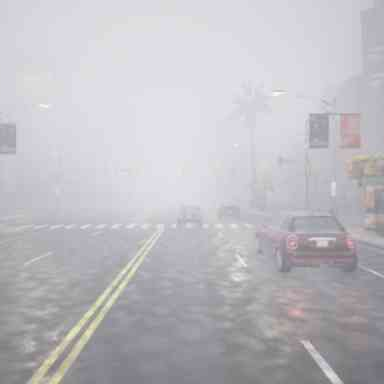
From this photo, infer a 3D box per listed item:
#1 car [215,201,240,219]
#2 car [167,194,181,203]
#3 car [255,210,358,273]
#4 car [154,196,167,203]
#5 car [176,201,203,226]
[{"bbox_3d":[3.261,1.609,30.803,1.882,1.535,5.008,0,0,-1],"label":"car"},{"bbox_3d":[-4.395,1.604,81.169,2.150,2.045,5.566,0,0,-1],"label":"car"},{"bbox_3d":[3.466,1.396,10.999,2.097,1.767,4.553,0,0,0],"label":"car"},{"bbox_3d":[-7.890,1.741,80.724,2.097,1.767,4.553,0,0,-1],"label":"car"},{"bbox_3d":[-0.191,1.660,24.539,2.033,1.411,5.357,0,0,0],"label":"car"}]
